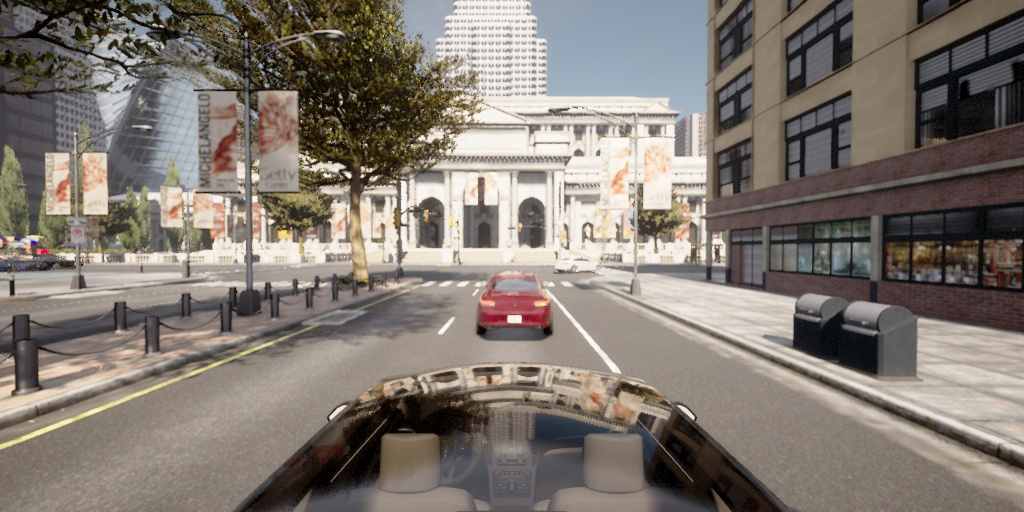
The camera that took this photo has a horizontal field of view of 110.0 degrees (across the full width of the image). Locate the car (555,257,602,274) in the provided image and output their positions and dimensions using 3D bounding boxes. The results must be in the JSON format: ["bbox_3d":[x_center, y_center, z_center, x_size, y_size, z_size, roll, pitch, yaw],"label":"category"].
[{"bbox_3d":[5.992,0.768,32.154,4.674,1.442,1.812,-1,0,-31],"label":"car"}]

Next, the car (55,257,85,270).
[{"bbox_3d":[-47.307,0.770,36.935,4.718,1.301,1.895,0,1,1],"label":"car"}]

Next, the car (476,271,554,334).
[{"bbox_3d":[0.074,1.139,9.922,1.812,1.442,4.674,0,1,0],"label":"car"}]

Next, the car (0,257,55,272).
[{"bbox_3d":[-46.185,0.792,33.391,4.181,1.385,1.994,0,1,0],"label":"car"}]
